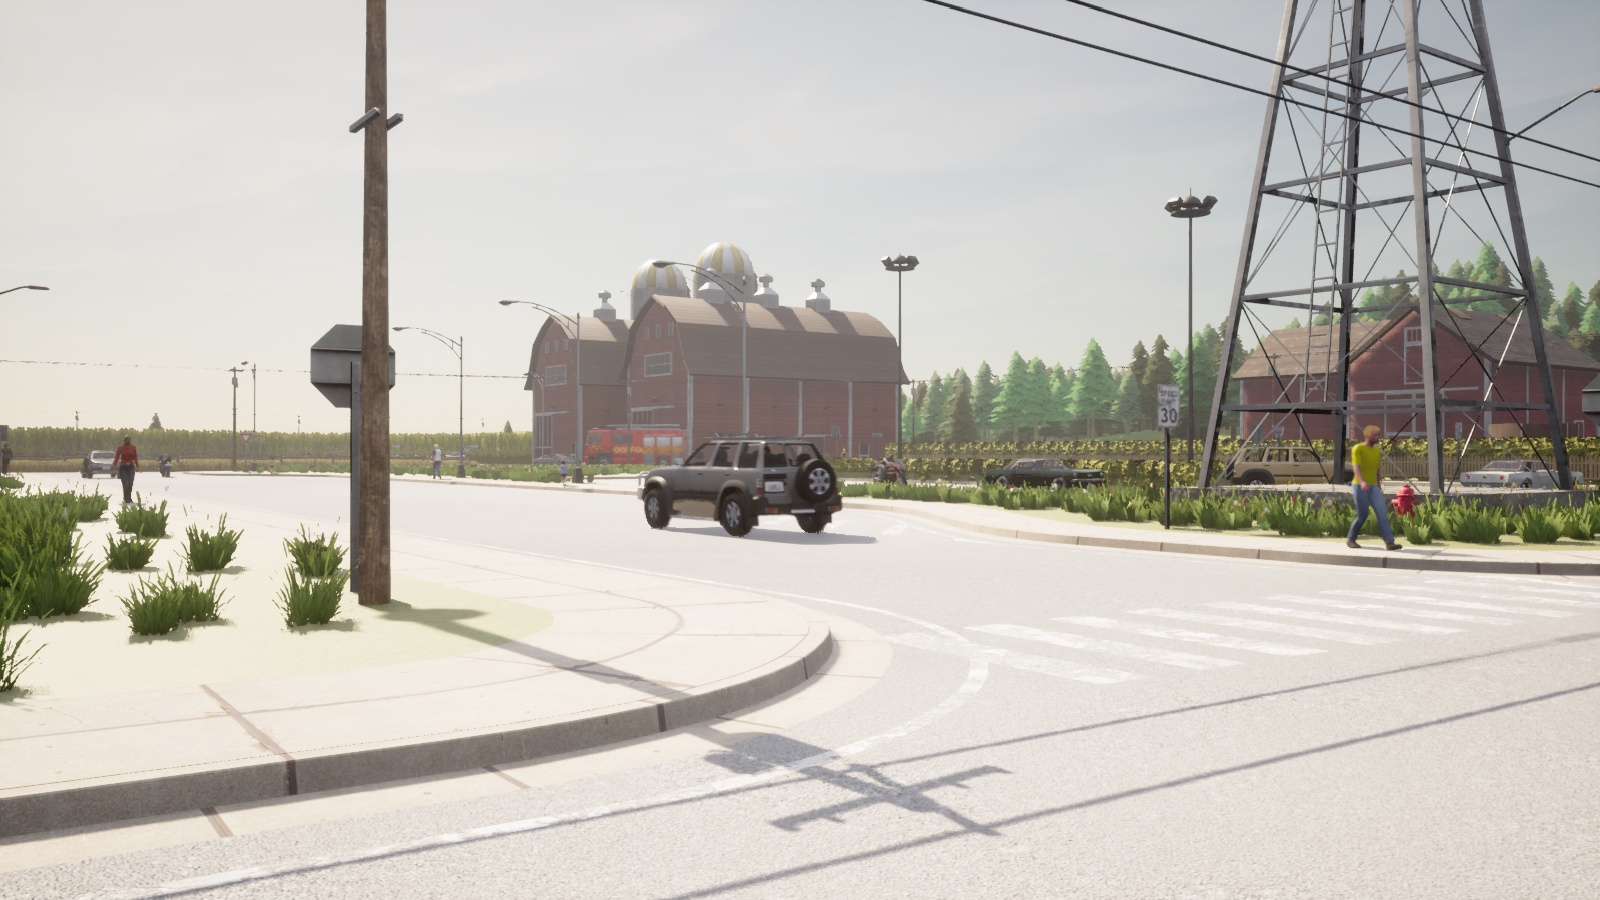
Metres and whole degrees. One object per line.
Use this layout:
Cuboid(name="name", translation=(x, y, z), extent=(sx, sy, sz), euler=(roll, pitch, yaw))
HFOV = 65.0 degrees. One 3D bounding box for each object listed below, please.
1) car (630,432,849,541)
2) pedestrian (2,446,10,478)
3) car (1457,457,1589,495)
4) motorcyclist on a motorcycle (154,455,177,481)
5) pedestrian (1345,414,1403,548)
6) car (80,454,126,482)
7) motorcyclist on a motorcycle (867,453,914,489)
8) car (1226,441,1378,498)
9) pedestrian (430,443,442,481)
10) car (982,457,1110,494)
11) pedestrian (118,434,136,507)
Cuboid(name="car", translation=(-1.260, 0.622, 23.773), extent=(1.932, 1.855, 4.605), euler=(0, 0, -36))
Cuboid(name="pedestrian", translation=(-45.328, 0.672, 71.671), extent=(0.328, 1.805, 0.869), euler=(0, 0, -35))
Cuboid(name="car", translation=(25.803, 0.900, 44.784), extent=(4.718, 1.301, 1.895), euler=(0, 0, -29))
Cuboid(name="motorcyclist on a motorcycle", translation=(-37.116, 1.038, 73.416), extent=(0.866, 1.530, 2.191), euler=(0, 0, -36))
Cuboid(name="pedestrian", translation=(8.010, 0.426, 17.541), extent=(0.354, 1.836, 0.706), euler=(0, 0, -15))
Cuboid(name="car", translation=(-38.587, 0.975, 69.472), extent=(1.789, 1.549, 3.705), euler=(0, 0, -36))
Cuboid(name="motorcyclist on a motorcycle", translation=(3.952, 0.905, 54.838), extent=(0.866, 1.530, 2.191), euler=(0, 0, -35))
Cuboid(name="car", translation=(16.784, 0.629, 42.196), extent=(4.605, 1.855, 1.932), euler=(0, 0, 18))
Cuboid(name="pedestrian", translation=(-17.938, 0.589, 61.857), extent=(0.354, 1.836, 0.706), euler=(0, 0, -38))
Cuboid(name="car", translation=(9.236, 0.942, 47.440), extent=(1.895, 1.301, 4.718), euler=(0, 0, -36))
Cuboid(name="pedestrian", translation=(-17.197, 0.515, 32.094), extent=(0.331, 1.846, 0.636), euler=(0, 0, -35))
